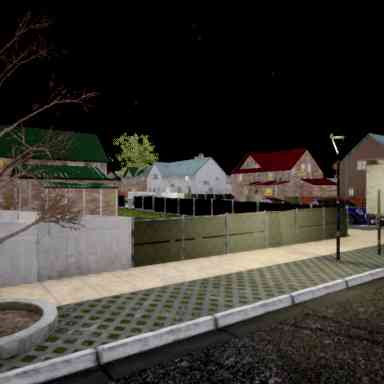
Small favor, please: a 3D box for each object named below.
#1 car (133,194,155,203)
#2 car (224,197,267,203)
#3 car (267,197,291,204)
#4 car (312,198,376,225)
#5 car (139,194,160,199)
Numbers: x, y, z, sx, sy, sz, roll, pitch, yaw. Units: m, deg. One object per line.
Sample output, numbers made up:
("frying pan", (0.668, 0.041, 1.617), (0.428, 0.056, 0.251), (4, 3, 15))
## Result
("car", (-7.869, 1.027, 54.342), (1.812, 1.442, 4.674), (0, 1, -34))
("car", (4.133, 1.323, 31.567), (2.033, 1.411, 5.357), (0, 1, -34))
("car", (7.244, 1.261, 32.268), (1.882, 1.535, 5.008), (0, 1, -34))
("car", (10.099, 1.236, 22.689), (2.097, 1.767, 4.553), (0, 1, -32))
("car", (-5.296, 1.091, 45.429), (2.128, 1.511, 4.902), (0, 1, -34))
